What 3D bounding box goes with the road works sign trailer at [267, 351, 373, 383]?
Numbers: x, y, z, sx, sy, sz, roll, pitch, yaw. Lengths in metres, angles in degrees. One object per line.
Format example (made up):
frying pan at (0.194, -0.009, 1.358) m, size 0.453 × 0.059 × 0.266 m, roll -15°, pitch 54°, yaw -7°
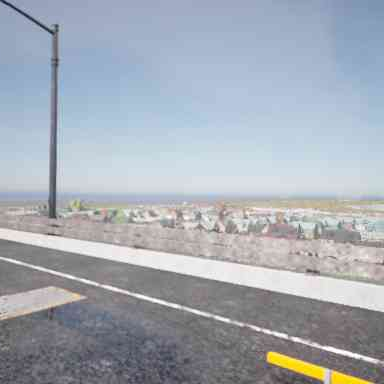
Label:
road works sign trailer at (1.997, 0.537, 2.865) m, size 2.880 × 3.560 × 2.380 m, roll 0°, pitch -1°, yaw 38°
